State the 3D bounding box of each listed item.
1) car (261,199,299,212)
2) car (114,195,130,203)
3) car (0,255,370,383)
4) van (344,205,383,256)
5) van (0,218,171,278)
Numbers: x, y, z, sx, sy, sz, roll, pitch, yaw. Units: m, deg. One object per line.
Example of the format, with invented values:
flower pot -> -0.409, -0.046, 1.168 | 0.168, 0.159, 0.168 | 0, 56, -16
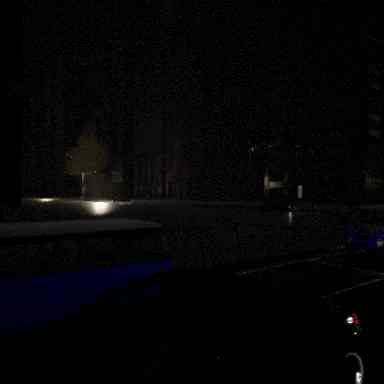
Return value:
car -> 9.909, 1.571, 37.850 | 1.812, 1.442, 4.674 | 0, 0, -36
car -> -15.376, 1.439, 72.959 | 2.097, 1.767, 4.553 | 0, 0, -36
car -> -0.086, 1.562, 3.315 | 4.181, 1.385, 1.994 | 0, 0, -35
van -> 7.004, 1.330, 11.653 | 3.998, 1.788, 1.690 | 0, 0, -36
van -> -2.237, 1.340, 5.056 | 3.998, 1.788, 1.690 | 0, 0, -36
